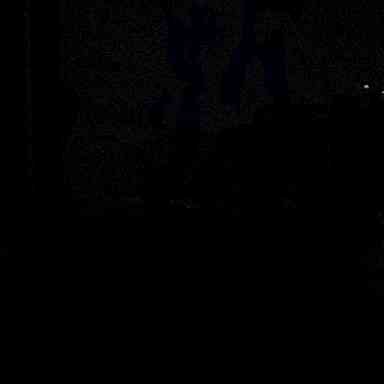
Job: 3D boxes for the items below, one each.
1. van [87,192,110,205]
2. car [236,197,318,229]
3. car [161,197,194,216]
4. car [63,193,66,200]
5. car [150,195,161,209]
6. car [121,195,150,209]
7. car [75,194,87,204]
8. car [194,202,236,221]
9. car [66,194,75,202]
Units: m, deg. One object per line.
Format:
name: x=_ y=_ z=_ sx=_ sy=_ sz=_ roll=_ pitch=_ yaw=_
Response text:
van: x=-13.261 y=0.898 z=47.852 sx=1.690 sy=1.788 sz=3.998 roll=-1 pitch=1 yaw=-35
car: x=5.552 y=1.246 z=21.457 sx=2.192 sy=1.841 sz=5.009 roll=-1 pitch=1 yaw=-35
car: x=-0.719 y=1.241 z=30.257 sx=1.967 sy=1.590 sz=4.097 roll=-1 pitch=1 yaw=-35
car: x=-25.802 y=0.773 z=65.450 sx=1.967 sy=1.590 sz=4.097 roll=-1 pitch=1 yaw=-35
car: x=-4.476 y=1.099 z=39.901 sx=1.882 sy=1.535 sz=5.008 roll=-2 pitch=2 yaw=-35
car: x=-6.989 y=1.259 z=39.058 sx=1.802 sy=1.307 sz=4.206 roll=-1 pitch=1 yaw=-35
car: x=-16.297 y=1.026 z=52.116 sx=1.752 sy=1.417 sz=4.829 roll=-1 pitch=1 yaw=-35
car: x=2.417 y=1.431 z=25.860 sx=1.947 sy=1.339 sz=4.313 roll=-1 pitch=1 yaw=-35
car: x=-19.432 y=0.970 z=56.515 sx=1.752 sy=1.417 sz=4.829 roll=-1 pitch=1 yaw=-35
